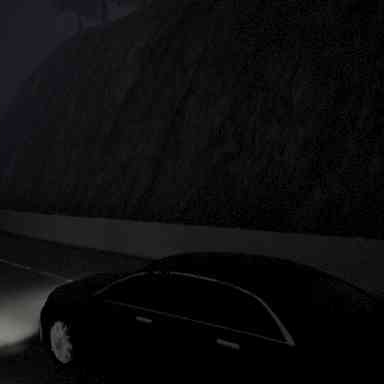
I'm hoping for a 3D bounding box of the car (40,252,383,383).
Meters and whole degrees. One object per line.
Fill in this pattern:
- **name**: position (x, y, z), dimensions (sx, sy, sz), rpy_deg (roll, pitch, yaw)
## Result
- **car**: position (0.065, 1.515, 4.058), dimensions (4.892, 1.490, 1.837), rpy_deg (0, 0, 36)
